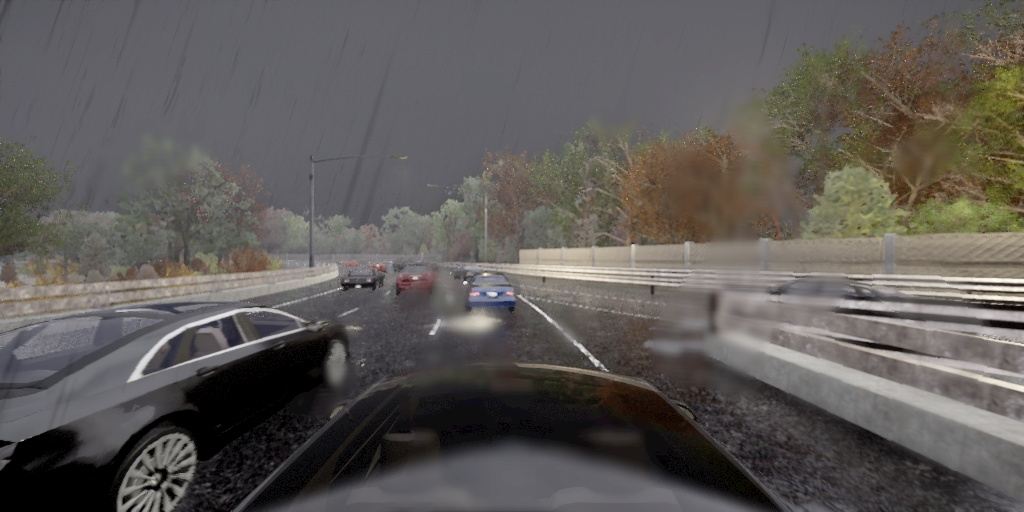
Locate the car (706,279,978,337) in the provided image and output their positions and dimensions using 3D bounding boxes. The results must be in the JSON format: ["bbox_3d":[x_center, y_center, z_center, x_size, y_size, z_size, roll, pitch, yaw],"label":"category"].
[{"bbox_3d":[8.408,1.345,9.806,2.033,1.411,5.357,0,0,-36],"label":"car"}]

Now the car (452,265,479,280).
[{"bbox_3d":[-3.849,1.484,31.641,2.033,1.411,5.357,0,0,-23],"label":"car"}]

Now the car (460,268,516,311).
[{"bbox_3d":[-0.980,1.380,14.852,2.033,1.411,5.357,0,0,-7],"label":"car"}]

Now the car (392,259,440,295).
[{"bbox_3d":[-5.521,1.224,21.187,2.097,1.767,4.553,0,0,-11],"label":"car"}]

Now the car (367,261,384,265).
[{"bbox_3d":[-18.202,1.393,48.021,2.097,1.767,4.553,0,0,-26],"label":"car"}]

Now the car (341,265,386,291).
[{"bbox_3d":[-9.397,1.484,22.998,1.895,1.301,4.718,0,0,-12],"label":"car"}]

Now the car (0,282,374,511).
[{"bbox_3d":[-3.538,1.256,4.009,2.128,1.511,4.902,0,0,-2],"label":"car"}]
